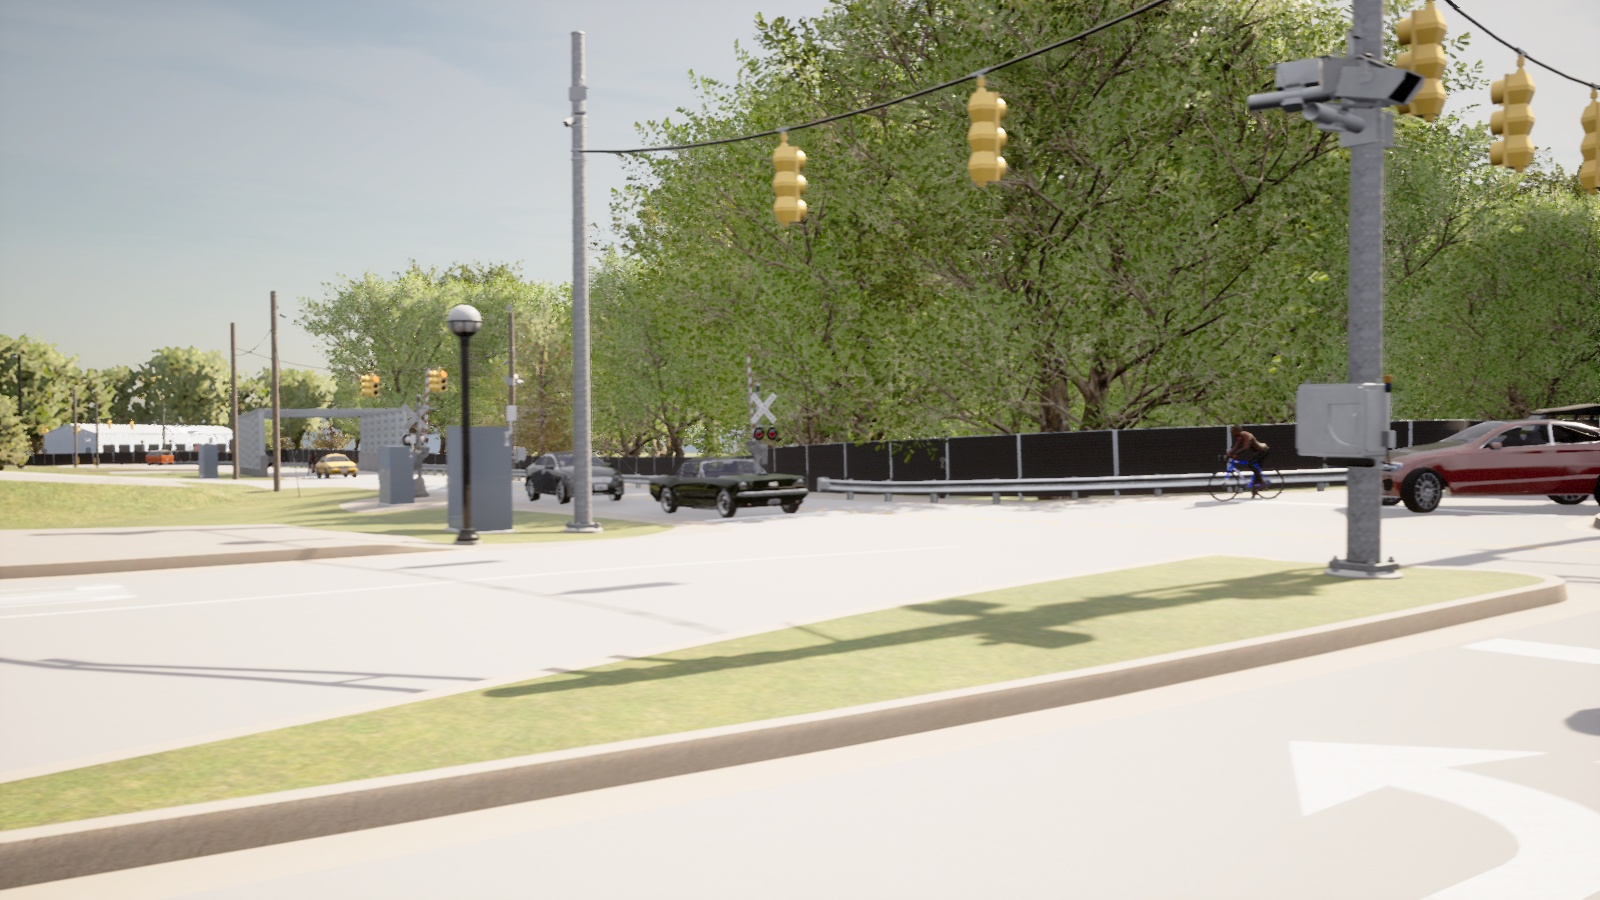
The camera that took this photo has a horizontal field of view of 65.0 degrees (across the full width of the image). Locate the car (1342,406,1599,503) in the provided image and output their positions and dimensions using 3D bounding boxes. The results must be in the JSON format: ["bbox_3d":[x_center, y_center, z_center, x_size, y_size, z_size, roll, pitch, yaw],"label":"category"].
[{"bbox_3d":[12.886,0.056,22.986,5.027,1.651,2.152,-1,2,7],"label":"car"}]

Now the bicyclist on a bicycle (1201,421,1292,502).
[{"bbox_3d":[9.436,0.234,26.582,1.656,1.620,0.582,-3,2,-3],"label":"bicyclist on a bicycle"}]

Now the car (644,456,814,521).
[{"bbox_3d":[-1.747,0.844,29.183,1.895,1.301,4.718,-2,1,-31],"label":"car"}]

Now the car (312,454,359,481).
[{"bbox_3d":[-28.662,1.045,77.417,1.801,1.575,5.366,-2,1,-30],"label":"car"}]

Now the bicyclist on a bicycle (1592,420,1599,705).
[{"bbox_3d":[5.367,0.615,7.386,1.656,1.620,0.582,-2,1,-35],"label":"bicyclist on a bicycle"}]

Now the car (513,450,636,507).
[{"bbox_3d":[-6.861,0.795,37.762,2.128,1.511,4.902,-2,1,-29],"label":"car"}]

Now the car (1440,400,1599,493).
[{"bbox_3d":[15.834,-0.094,26.561,3.866,1.878,1.905,-1,2,19],"label":"car"}]
